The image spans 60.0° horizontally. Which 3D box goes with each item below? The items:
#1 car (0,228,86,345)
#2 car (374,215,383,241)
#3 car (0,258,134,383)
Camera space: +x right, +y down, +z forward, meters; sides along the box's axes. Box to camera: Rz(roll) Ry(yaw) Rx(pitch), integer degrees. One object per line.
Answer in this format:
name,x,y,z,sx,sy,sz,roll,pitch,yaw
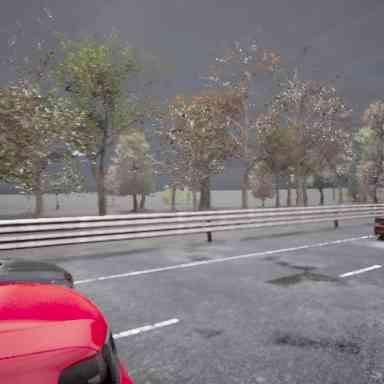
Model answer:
car,-4.318,1.505,4.961,4.892,1.490,1.837,0,0,-36
car,10.465,1.473,15.543,5.008,1.535,1.882,0,0,-36
car,-3.043,1.222,1.570,5.566,2.045,2.150,0,0,-36
